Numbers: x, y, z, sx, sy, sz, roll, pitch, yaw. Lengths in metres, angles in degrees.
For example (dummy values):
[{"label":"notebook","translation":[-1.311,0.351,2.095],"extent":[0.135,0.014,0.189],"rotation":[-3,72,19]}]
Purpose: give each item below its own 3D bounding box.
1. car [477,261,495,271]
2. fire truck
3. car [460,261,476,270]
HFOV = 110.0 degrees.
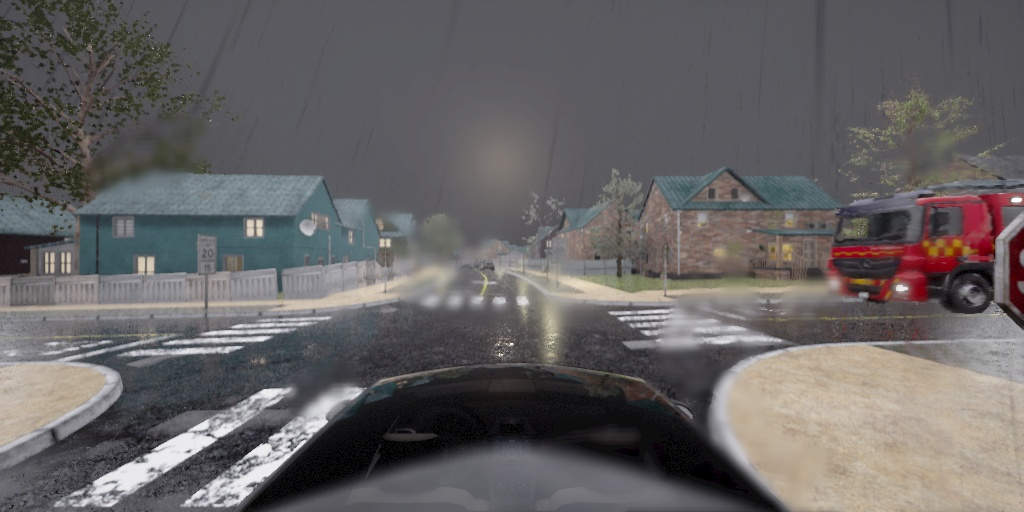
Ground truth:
[{"label":"car","translation":[-3.700,1.447,53.604],"extent":[1.837,1.490,4.892],"rotation":[0,0,-10]},{"label":"fire truck","translation":[15.218,-0.323,11.235],"extent":[8.468,3.827,2.891],"rotation":[-1,0,0]},{"label":"car","translation":[-7.229,1.487,57.658],"extent":[1.837,1.490,4.892],"rotation":[0,-1,-10]}]
